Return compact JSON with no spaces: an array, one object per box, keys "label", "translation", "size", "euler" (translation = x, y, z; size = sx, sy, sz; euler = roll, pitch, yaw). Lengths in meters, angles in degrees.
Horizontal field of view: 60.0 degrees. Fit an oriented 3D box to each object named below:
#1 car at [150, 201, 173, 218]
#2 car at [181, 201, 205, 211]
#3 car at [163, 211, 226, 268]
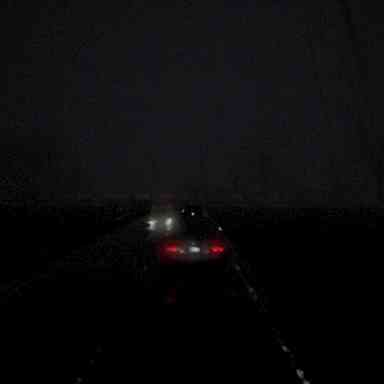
[{"label":"car","translation":[-2.854,1.582,31.940],"size":[1.882,1.535,5.008],"euler":[0,0,0]},{"label":"car","translation":[0.082,1.604,30.265],"size":[1.837,1.490,4.892],"euler":[0,0,0]},{"label":"car","translation":[0.082,1.591,11.346],"size":[2.033,1.411,5.357],"euler":[0,0,0]}]
